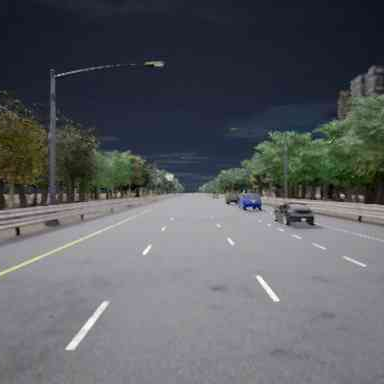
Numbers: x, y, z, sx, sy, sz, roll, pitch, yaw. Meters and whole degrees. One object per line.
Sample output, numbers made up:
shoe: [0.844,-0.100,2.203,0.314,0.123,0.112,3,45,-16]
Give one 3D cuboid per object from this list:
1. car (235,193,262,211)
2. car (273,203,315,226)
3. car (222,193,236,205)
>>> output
car: [7.089,1.246,40.917,2.150,2.045,5.566,0,0,0]
car: [7.031,1.509,23.317,1.837,1.490,4.892,0,0,0]
car: [7.158,1.253,59.356,2.150,2.045,5.566,0,0,0]
